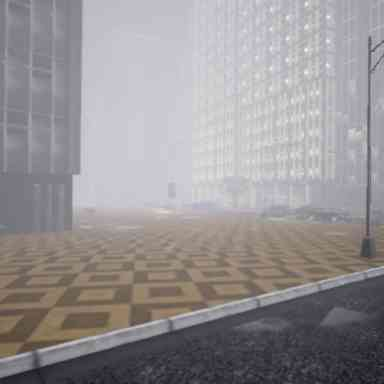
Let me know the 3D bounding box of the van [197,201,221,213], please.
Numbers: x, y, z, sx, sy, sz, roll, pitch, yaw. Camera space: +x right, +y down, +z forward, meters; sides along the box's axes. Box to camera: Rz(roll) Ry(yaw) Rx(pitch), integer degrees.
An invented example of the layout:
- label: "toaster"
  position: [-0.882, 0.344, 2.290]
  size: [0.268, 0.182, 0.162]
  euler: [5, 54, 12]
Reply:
- label: "van"
  position: [2.825, 2.218, 50.378]
  size: [1.690, 1.788, 3.998]
  euler: [0, -1, -25]

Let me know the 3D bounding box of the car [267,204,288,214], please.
- label: "car"
  position: [12.801, 2.442, 48.824]
  size: [1.947, 1.339, 4.313]
  euler: [0, -1, -25]

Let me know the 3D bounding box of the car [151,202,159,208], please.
- label: "car"
  position: [-6.624, 2.830, 70.602]
  size: [1.752, 1.417, 4.829]
  euler: [0, -1, -25]

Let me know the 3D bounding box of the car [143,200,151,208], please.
- label: "car"
  position: [-9.076, 2.963, 75.851]
  size: [1.887, 1.381, 4.507]
  euler: [0, -1, -25]

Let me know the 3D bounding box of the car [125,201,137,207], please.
- label: "car"
  position: [-16.217, 3.295, 91.136]
  size: [1.887, 1.381, 4.507]
  euler: [0, -1, -25]

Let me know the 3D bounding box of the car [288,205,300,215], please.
- label: "car"
  position: [15.182, 2.338, 43.728]
  size: [1.947, 1.339, 4.313]
  euler: [0, -1, -25]

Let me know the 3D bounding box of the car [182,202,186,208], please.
- label: "car"
  position: [-1.483, 3.104, 79.396]
  size: [1.802, 1.307, 4.206]
  euler: [0, -1, -25]

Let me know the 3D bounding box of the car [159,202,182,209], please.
- label: "car"
  position: [-4.314, 2.749, 65.660]
  size: [2.008, 1.369, 4.403]
  euler: [0, -1, -25]

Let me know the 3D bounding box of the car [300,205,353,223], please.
- label: "car"
  position: [12.351, 2.012, 29.991]
  size: [2.008, 1.369, 4.403]
  euler: [0, -1, -25]

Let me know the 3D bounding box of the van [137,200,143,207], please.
- label: "van"
  position: [-11.458, 2.869, 80.949]
  size: [1.690, 1.788, 3.998]
  euler: [0, -1, -25]

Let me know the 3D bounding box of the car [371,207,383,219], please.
- label: "car"
  position: [19.943, 2.117, 33.537]
  size: [2.008, 1.369, 4.403]
  euler: [0, -1, -25]

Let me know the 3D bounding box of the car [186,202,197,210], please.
- label: "car"
  position: [1.344, 2.564, 59.907]
  size: [1.882, 1.535, 5.008]
  euler: [1, -2, -25]
